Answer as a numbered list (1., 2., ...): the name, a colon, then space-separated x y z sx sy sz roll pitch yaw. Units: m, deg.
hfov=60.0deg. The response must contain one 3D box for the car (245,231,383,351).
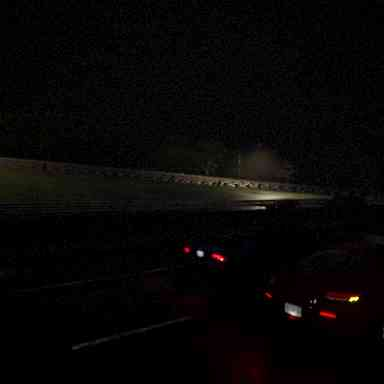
1. car: 3.353 1.541 6.162 4.674 1.442 1.812 0 0 -35

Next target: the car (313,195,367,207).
1. car: 14.279 1.300 31.267 5.566 2.045 2.150 0 0 -35

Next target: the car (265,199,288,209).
1. car: 10.243 1.557 36.985 5.008 1.535 1.882 0 0 -35

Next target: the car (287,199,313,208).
1. car: 12.303 1.605 34.155 4.674 1.442 1.812 0 0 -35

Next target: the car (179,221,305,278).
1. car: 2.231 1.567 9.644 5.357 1.411 2.033 0 0 -36
